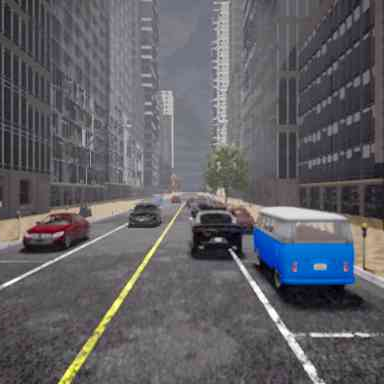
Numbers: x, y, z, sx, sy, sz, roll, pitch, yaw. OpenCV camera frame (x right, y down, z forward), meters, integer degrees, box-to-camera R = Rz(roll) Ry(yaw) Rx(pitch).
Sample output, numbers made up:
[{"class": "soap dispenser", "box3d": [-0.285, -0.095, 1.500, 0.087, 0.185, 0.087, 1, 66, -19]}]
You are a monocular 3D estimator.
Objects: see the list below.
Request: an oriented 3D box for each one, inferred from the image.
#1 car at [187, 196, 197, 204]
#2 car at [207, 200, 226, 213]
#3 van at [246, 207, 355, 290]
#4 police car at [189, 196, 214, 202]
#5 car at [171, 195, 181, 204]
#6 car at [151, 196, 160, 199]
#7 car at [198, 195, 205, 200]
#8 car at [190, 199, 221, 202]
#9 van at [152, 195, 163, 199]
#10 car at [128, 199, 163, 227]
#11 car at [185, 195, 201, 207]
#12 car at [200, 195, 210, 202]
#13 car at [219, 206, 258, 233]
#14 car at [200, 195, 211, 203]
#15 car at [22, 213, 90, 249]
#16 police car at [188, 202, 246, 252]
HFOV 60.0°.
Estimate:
[{"class": "car", "box3d": [-0.021, 1.563, 65.444, 1.895, 1.301, 4.718, 0, 0, 0]}, {"class": "car", "box3d": [2.678, 1.575, 37.281, 1.802, 1.307, 4.206, 0, 0, 0]}, {"class": "van", "box3d": [2.687, 1.339, 8.819, 1.690, 1.788, 3.998, 0, 0, 0]}, {"class": "police car", "box3d": [0.890, 1.420, 29.947, 1.930, 1.638, 5.238, 0, 0, 0]}, {"class": "car", "box3d": [-3.039, 1.439, 64.057, 1.882, 1.535, 5.008, 0, 0, 0]}, {"class": "car", "box3d": [-5.704, 1.541, 42.974, 2.008, 1.369, 4.403, 0, 0, 0]}, {"class": "car", "box3d": [2.662, 1.447, 94.205, 1.887, 1.381, 4.507, 0, 0, 0]}, {"class": "car", "box3d": [0.892, 1.501, 23.837, 1.837, 1.490, 4.892, 0, 0, 0]}, {"class": "van", "box3d": [-5.707, 1.320, 54.359, 1.690, 1.788, 3.998, 0, 0, 0]}, {"class": "car", "box3d": [-3.106, 1.500, 22.775, 1.837, 1.490, 4.892, 0, 0, 0]}, {"class": "car", "box3d": [-0.015, 1.509, 50.458, 1.812, 1.442, 4.674, 0, 0, 0]}, {"class": "car", "box3d": [2.669, 1.389, 71.435, 1.967, 1.590, 4.097, 0, 0, 0]}, {"class": "car", "box3d": [2.684, 1.578, 20.203, 1.802, 1.307, 4.206, 0, 0, 0]}, {"class": "car", "box3d": [2.670, 1.399, 65.743, 1.967, 1.590, 4.097, 0, 0, 0]}, {"class": "car", "box3d": [-5.696, 1.579, 14.511, 1.802, 1.307, 4.206, 0, 0, 0]}, {"class": "police car", "box3d": [0.895, 1.423, 13.947, 1.930, 1.638, 5.238, 0, 0, 0]}]
